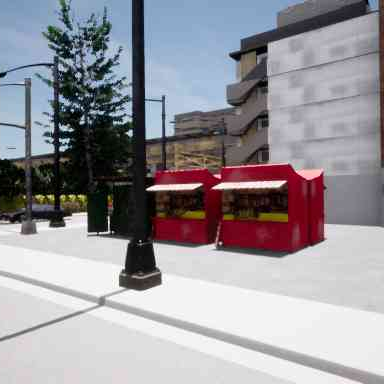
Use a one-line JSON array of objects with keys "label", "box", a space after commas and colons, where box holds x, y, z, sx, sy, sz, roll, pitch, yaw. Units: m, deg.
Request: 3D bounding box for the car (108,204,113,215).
[{"label": "car", "box": [-6.889, 1.489, 34.575, 2.097, 1.767, 4.553, -1, -1, 36]}]

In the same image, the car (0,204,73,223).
[{"label": "car", "box": [-12.420, 1.686, 26.929, 2.033, 1.411, 5.357, -1, -1, 36]}]
